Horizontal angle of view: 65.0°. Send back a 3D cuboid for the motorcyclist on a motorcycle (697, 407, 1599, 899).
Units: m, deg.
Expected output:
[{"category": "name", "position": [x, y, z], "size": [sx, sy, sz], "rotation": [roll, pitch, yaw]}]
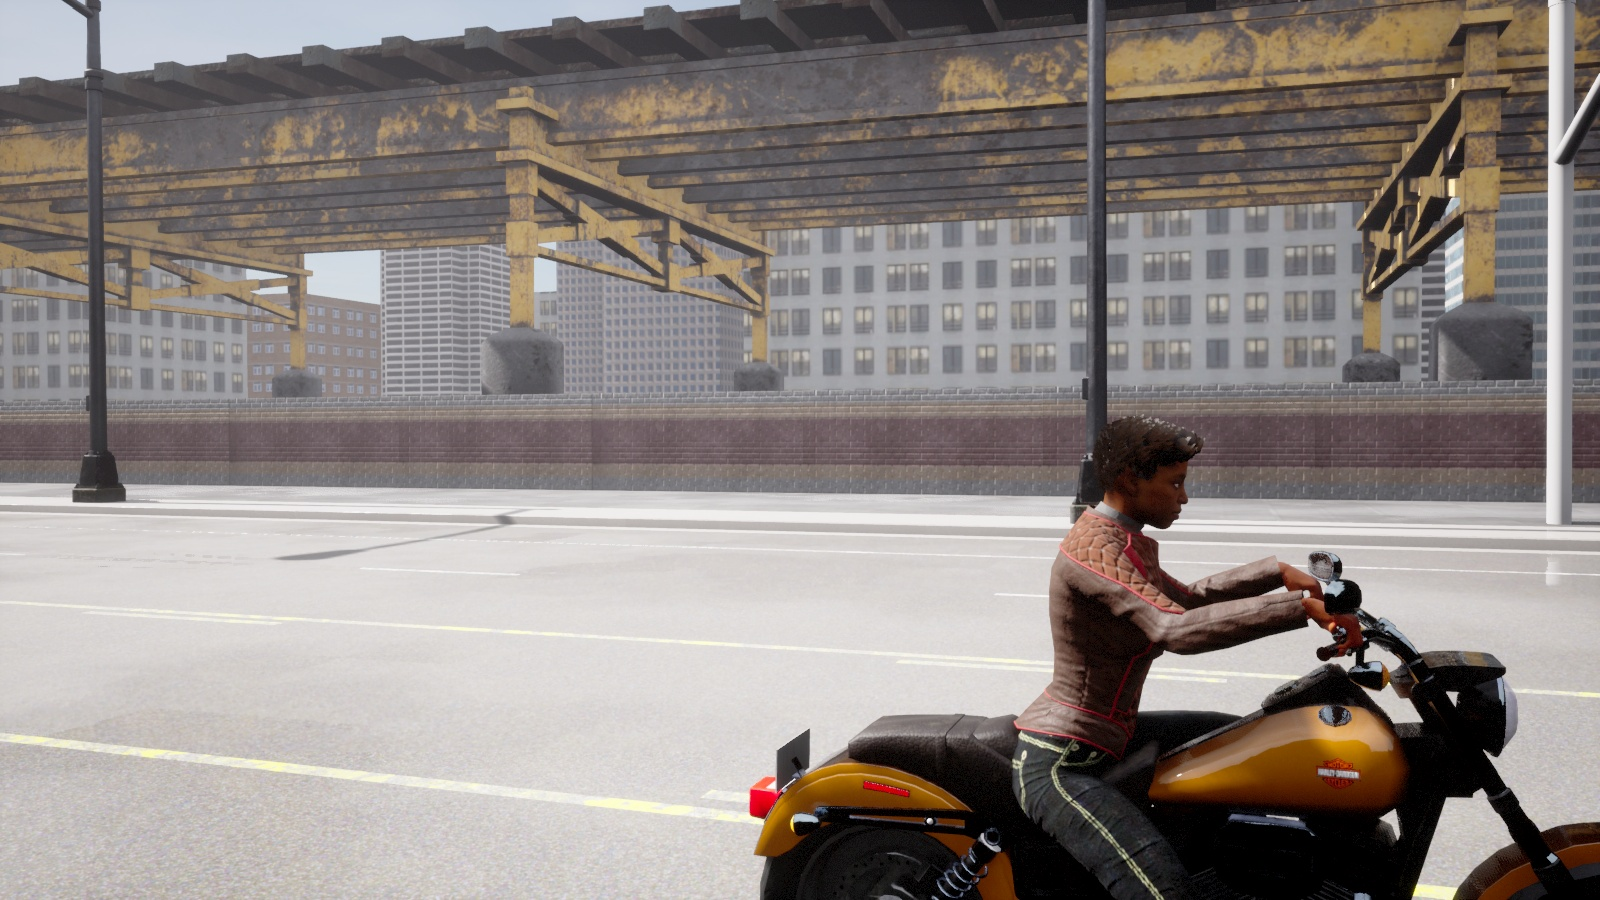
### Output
[{"category": "motorcyclist on a motorcycle", "position": [0.997, 0.734, 2.890], "size": [2.350, 1.649, 0.766], "rotation": [1, 1, 20]}]
